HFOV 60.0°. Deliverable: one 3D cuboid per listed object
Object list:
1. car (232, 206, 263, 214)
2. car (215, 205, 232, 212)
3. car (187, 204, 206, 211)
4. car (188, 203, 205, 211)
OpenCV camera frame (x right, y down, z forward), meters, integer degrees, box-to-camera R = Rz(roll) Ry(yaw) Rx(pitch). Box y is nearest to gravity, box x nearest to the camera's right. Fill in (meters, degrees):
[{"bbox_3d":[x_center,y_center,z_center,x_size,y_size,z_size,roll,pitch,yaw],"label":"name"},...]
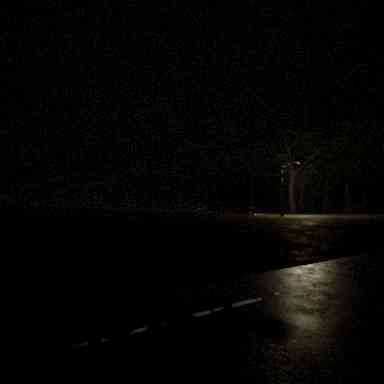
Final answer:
[{"bbox_3d":[9.918,3.129,58.432,2.033,1.411,5.357,1,-2,-33],"label":"car"},{"bbox_3d":[6.689,3.498,69.857,2.128,1.511,4.902,1,-2,-33],"label":"car"},{"bbox_3d":[0.982,3.603,78.584,1.882,1.535,5.008,1,-2,-33],"label":"car"},{"bbox_3d":[1.477,3.176,71.443,1.837,1.490,4.892,1,-2,-33],"label":"car"}]
